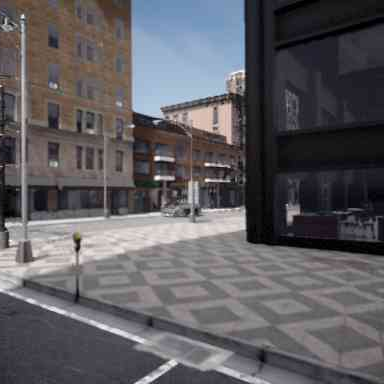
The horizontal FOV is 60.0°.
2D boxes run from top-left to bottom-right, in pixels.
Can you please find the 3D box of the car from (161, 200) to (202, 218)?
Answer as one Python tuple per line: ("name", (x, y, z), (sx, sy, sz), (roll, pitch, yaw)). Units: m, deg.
("car", (-0.969, 1.587, 32.920), (2.097, 1.767, 4.553), (-1, -1, 36))
